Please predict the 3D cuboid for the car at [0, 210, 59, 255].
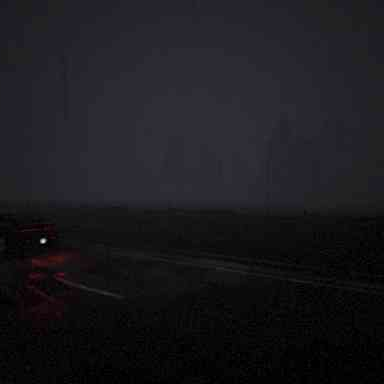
[{"bbox_3d":[-7.343,1.505,13.458,4.892,1.490,1.837,0,0,36],"label":"car"}]
